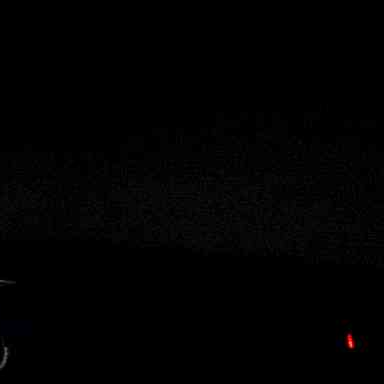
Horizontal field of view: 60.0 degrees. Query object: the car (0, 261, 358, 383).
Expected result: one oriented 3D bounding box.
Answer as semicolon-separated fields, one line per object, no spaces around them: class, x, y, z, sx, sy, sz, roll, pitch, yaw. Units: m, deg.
car;-0.673;1.577;4.060;4.718;1.301;1.895;0;0;31
